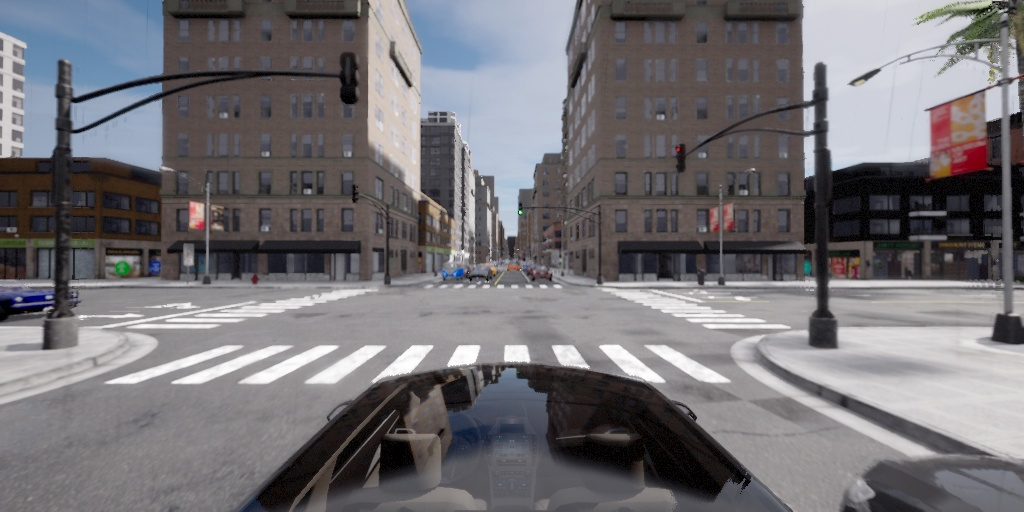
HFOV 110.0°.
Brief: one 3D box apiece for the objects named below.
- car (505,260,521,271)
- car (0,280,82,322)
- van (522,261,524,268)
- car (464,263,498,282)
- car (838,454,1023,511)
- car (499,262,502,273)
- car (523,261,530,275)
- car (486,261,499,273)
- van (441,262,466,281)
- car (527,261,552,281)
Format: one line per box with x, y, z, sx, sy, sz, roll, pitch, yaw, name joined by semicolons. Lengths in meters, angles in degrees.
0.242;1.852;64.801;2.097;1.767;4.553;0;-1;0;car
-17.739;1.452;12.047;4.718;1.301;1.895;0;-1;0;car
2.881;1.755;57.512;1.690;1.789;3.998;0;0;0;van
-2.946;1.695;35.061;2.033;1.411;5.357;0;-1;4;car
2.670;1.282;0.189;2.007;1.370;4.403;0;0;0;car
-2.890;1.982;54.679;1.895;1.301;4.718;0;-1;0;car
2.837;1.720;46.174;1.967;1.591;4.097;0;0;0;car
-2.936;1.741;44.763;1.882;1.535;5.008;0;-1;0;car
-5.732;1.486;34.867;1.690;1.789;3.998;0;0;0;van
2.794;1.585;34.836;1.967;1.591;4.097;0;0;0;car
